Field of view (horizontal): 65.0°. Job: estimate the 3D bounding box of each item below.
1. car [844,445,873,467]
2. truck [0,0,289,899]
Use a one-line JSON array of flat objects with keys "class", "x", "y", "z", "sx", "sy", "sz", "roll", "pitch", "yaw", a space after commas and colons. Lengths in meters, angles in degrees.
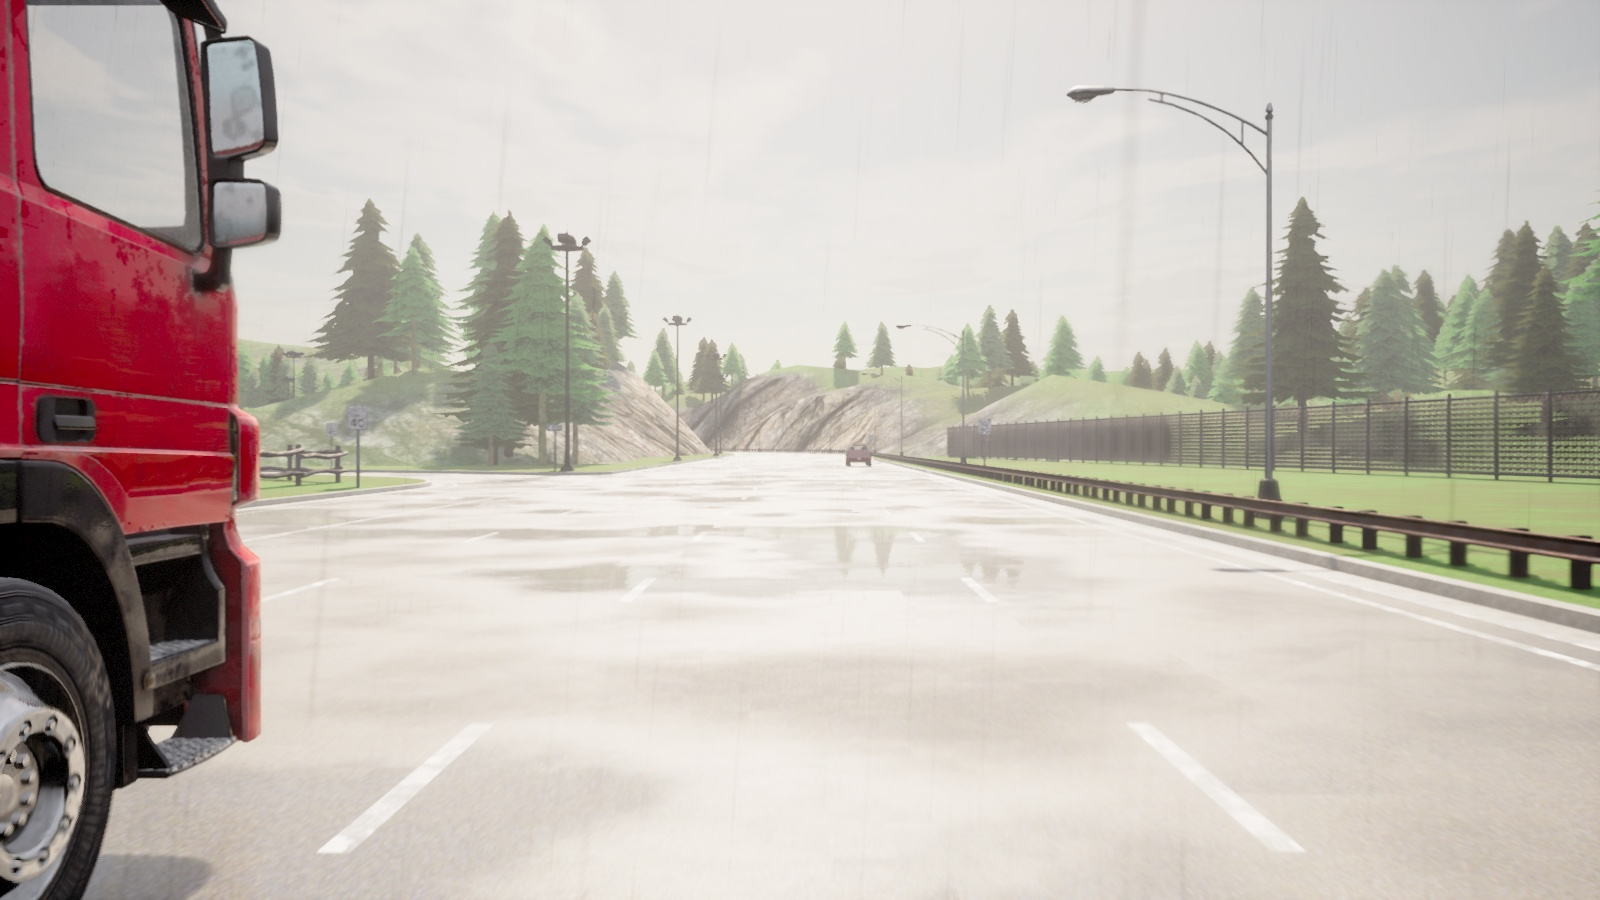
[{"class": "car", "x": 3.994, "y": 0.382, "z": 86.679, "sx": 1.845, "sy": 1.501, "sz": 3.633, "roll": 0, "pitch": 0, "yaw": 0}, {"class": "truck", "x": -3.477, "y": -0.242, "z": 0.983, "sx": 2.891, "sy": 3.462, "sz": 7.936, "roll": 0, "pitch": 0, "yaw": 0}]
